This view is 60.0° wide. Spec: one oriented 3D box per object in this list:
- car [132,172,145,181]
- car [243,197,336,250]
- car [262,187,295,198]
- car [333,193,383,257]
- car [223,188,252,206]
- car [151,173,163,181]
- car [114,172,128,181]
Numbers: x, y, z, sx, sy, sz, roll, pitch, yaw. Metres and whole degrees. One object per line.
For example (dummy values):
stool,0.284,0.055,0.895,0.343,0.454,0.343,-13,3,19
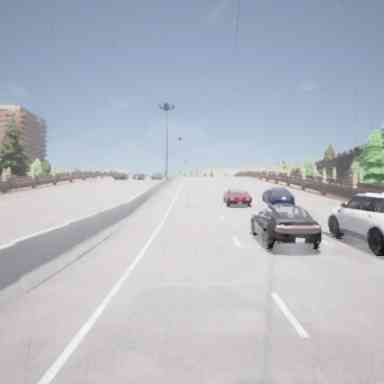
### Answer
car,-10.201,-2.968,63.608,2.128,1.511,4.902,0,5,1
car,3.563,1.249,13.265,2.128,1.511,4.902,0,3,1
car,7.138,0.256,27.747,1.994,1.385,4.181,0,5,1
car,7.049,1.018,12.316,2.150,2.045,5.566,0,3,1
car,3.628,0.348,27.139,1.895,1.301,4.718,0,5,0
car,-6.698,-2.908,63.456,2.033,1.411,5.357,0,5,1
car,-13.687,-3.013,63.914,1.882,1.535,5.008,0,5,1
